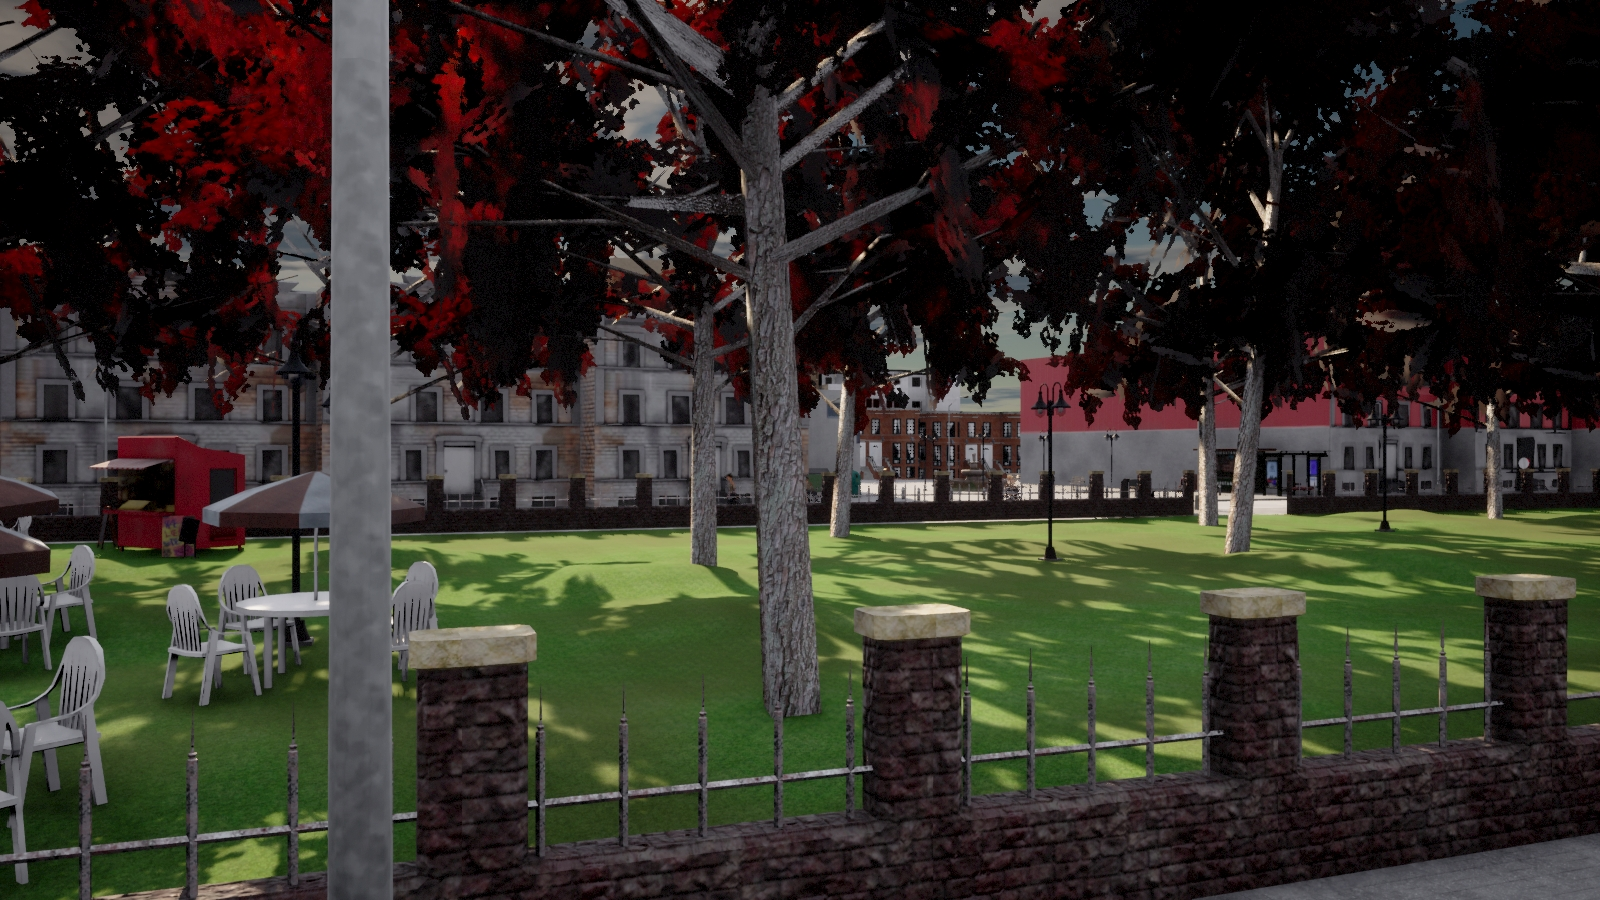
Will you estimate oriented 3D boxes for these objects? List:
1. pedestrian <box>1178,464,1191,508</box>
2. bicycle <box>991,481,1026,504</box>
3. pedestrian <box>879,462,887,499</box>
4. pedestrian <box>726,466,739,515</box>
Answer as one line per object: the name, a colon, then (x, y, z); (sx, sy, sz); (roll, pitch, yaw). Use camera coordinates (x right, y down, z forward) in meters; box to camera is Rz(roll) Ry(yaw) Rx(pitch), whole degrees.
pedestrian: (16.325, 1.538, 48.546); (0.375, 1.860, 0.375); (0, 0, -19)
bicycle: (10.168, 2.047, 55.737); (1.487, 1.080, 0.859); (0, 0, -20)
pedestrian: (4.181, 1.534, 57.223); (0.375, 1.860, 0.375); (0, 0, 8)
pedestrian: (-2.568, 1.528, 43.497); (0.375, 1.860, 0.375); (0, 0, -27)
